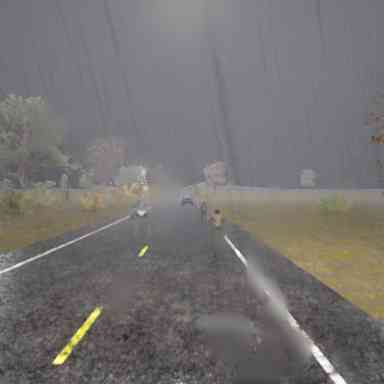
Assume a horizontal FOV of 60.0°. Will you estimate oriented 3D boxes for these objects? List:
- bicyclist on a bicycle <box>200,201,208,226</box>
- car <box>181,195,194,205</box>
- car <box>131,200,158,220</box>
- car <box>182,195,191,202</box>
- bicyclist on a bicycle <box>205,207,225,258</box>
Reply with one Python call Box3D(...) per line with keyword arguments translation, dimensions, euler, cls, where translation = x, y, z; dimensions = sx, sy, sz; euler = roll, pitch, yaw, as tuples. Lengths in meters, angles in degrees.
Box3D(translation=(0.779, 1.414, 20.635), dimensions=(0.582, 1.620, 1.656), euler=(0, 0, -1), cls="bicyclist on a bicycle")
Box3D(translation=(-0.776, 1.393, 55.982), dimensions=(1.837, 1.490, 4.892), euler=(0, 0, -1), cls="car")
Box3D(translation=(-3.906, 1.440, 27.810), dimensions=(2.128, 1.511, 4.902), euler=(0, 0, -1), cls="car")
Box3D(translation=(-1.235, 1.352, 73.678), dimensions=(1.837, 1.490, 4.892), euler=(0, 0, -1), cls="car")
Box3D(translation=(0.892, 1.431, 11.618), dimensions=(0.582, 1.620, 1.656), euler=(0, 0, -1), cls="bicyclist on a bicycle")
